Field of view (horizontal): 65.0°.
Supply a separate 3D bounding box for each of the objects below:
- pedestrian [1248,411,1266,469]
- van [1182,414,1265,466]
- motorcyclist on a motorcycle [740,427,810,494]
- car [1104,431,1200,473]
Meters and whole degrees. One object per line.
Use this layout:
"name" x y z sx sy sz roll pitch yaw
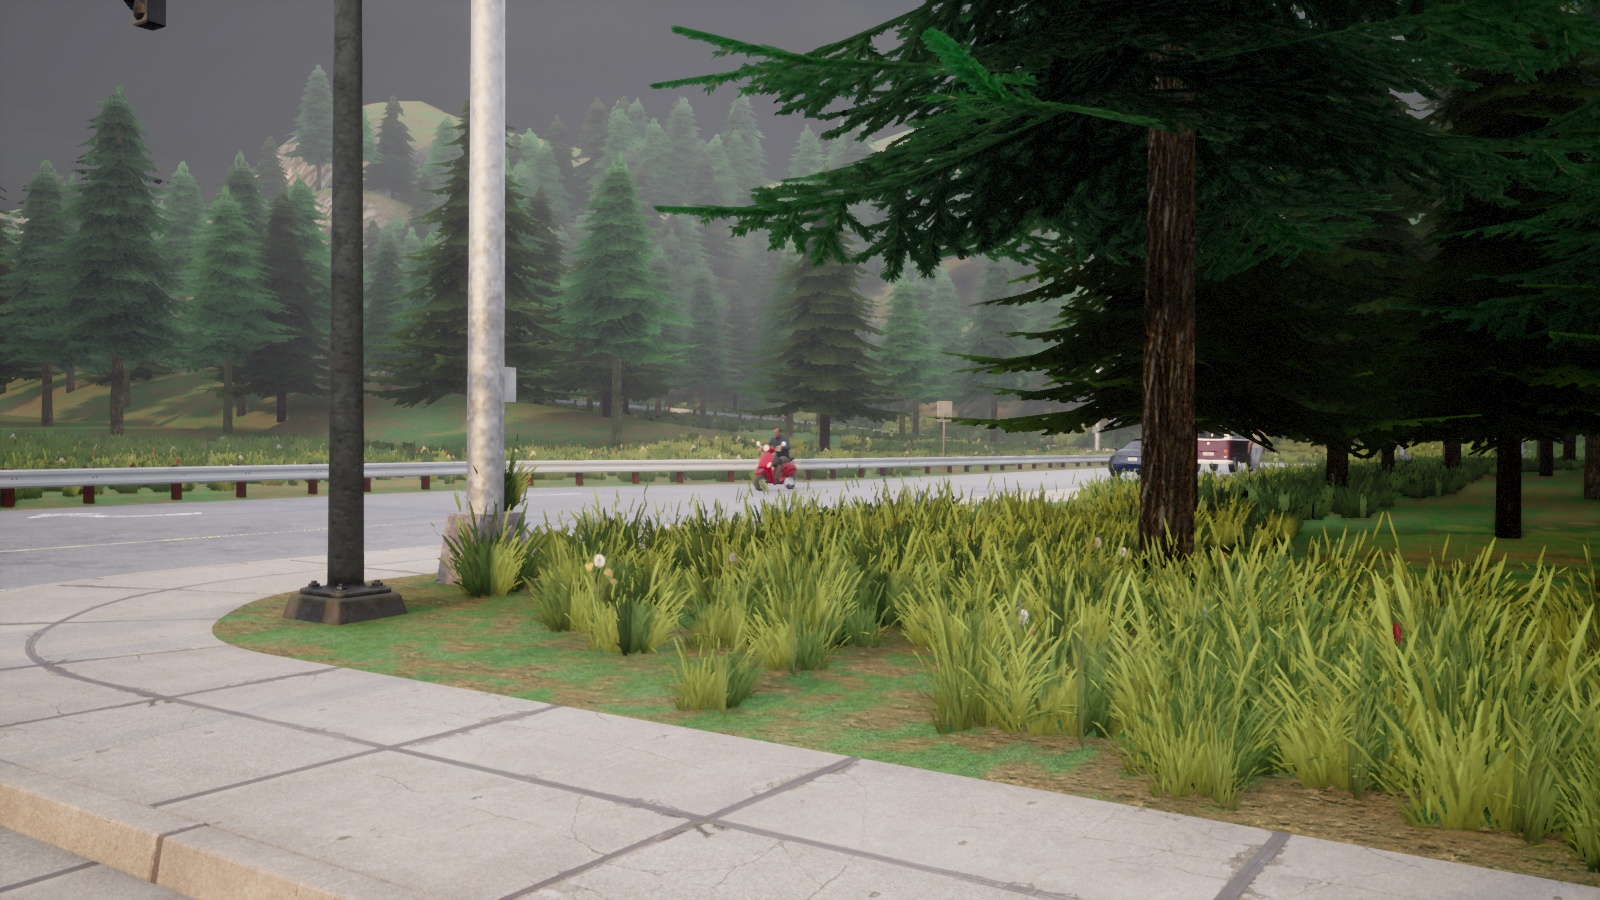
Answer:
"pedestrian" 14.676 -0.317 40.347 0.354 1.836 0.706 0 1 35
"van" 17.456 -0.436 51.694 2.069 2.038 4.480 0 1 35
"motorcyclist on a motorcycle" -0.600 0.239 31.116 0.866 1.590 1.817 0 1 33
"car" 12.544 0.046 44.617 1.994 1.385 4.181 0 1 35
